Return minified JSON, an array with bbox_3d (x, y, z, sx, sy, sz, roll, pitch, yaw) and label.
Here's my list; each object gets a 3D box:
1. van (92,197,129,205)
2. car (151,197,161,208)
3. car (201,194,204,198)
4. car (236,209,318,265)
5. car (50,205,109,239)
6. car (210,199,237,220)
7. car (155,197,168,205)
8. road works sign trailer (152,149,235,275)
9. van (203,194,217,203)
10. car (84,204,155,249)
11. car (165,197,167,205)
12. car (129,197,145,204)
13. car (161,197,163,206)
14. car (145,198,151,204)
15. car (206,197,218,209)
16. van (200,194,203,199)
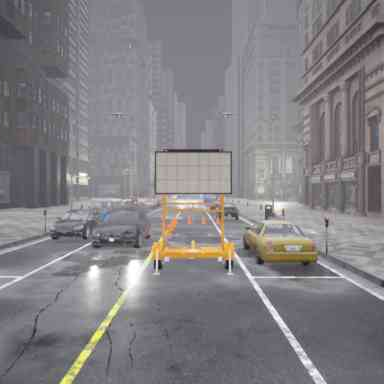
[{"bbox_3d":[-5.670,1.344,22.488,1.690,1.788,3.998,0,0,0],"label":"van"},{"bbox_3d":[-5.580,1.533,44.420,1.752,1.417,4.829,0,0,0],"label":"car"},{"bbox_3d":[3.044,1.556,61.110,1.887,1.381,4.507,0,0,0],"label":"car"},{"bbox_3d":[2.820,1.527,11.556,1.752,1.417,4.829,0,0,0],"label":"car"},{"bbox_3d":[-5.694,1.553,16.962,2.008,1.369,4.403,0,0,0],"label":"car"},{"bbox_3d":[2.894,1.555,27.961,2.008,1.369,4.403,0,0,0],"label":"car"},{"bbox_3d":[-5.511,1.556,61.165,1.887,1.381,4.507,0,0,0],"label":"car"},{"bbox_3d":[0.045,0.466,10.436,2.380,3.560,2.880,0,0,0],"label":"road works sign trailer"},{"bbox_3d":[2.995,1.350,50.061,1.690,1.788,3.998,0,0,0],"label":"van"},{"bbox_3d":[-2.937,1.506,14.634,1.837,1.490,4.892,0,0,0],"label":"car"},{"bbox_3d":[-5.533,1.555,55.640,1.887,1.381,4.507,0,0,0],"label":"car"},{"bbox_3d":[-5.647,1.319,28.013,2.192,1.841,5.009,0,0,0],"label":"car"},{"bbox_3d":[-5.556,1.553,50.115,1.887,1.381,4.507,0,0,0],"label":"car"},{"bbox_3d":[-5.625,1.550,33.539,1.887,1.381,4.507,0,0,0],"label":"car"},{"bbox_3d":[2.944,1.588,39.010,1.802,1.307,4.206,0,0,0],"label":"car"},{"bbox_3d":[3.070,1.355,66.635,1.690,1.788,3.998,0,0,0],"label":"van"}]
